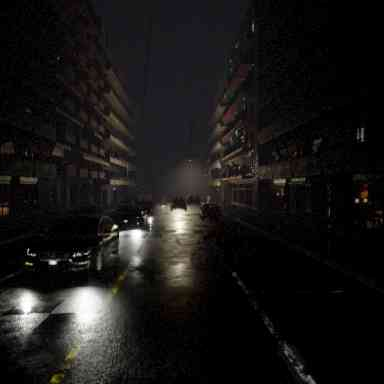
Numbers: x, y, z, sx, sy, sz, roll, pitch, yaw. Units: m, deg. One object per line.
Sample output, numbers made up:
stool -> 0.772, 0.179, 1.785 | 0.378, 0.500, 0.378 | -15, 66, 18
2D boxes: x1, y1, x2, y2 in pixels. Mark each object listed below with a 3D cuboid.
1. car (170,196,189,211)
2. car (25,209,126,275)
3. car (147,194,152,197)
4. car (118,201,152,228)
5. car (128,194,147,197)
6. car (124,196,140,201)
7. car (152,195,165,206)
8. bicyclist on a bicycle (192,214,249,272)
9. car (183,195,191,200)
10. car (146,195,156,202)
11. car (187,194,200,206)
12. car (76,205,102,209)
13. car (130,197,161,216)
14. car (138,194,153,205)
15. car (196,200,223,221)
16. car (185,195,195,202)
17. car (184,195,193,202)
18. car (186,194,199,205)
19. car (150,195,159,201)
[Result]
car -> -1.623, 1.495, 40.268 | 1.812, 1.442, 4.674 | 0, 0, -3
car -> -3.511, 1.501, 10.575 | 1.837, 1.490, 4.892 | 0, 0, -3
car -> -8.089, 1.498, 54.850 | 1.887, 1.381, 4.507 | -1, 0, -3
car -> -3.995, 1.550, 21.688 | 1.994, 1.385, 4.181 | 0, 0, -2
car -> -7.589, 1.281, 43.531 | 2.192, 1.841, 5.009 | -1, 0, -3
car -> -7.327, 1.497, 37.702 | 1.752, 1.417, 4.829 | -1, 0, -3
car -> -5.490, 1.460, 55.259 | 1.837, 1.490, 4.892 | 0, 0, -2
bicyclist on a bicycle -> 0.788, 1.445, 9.479 | 1.656, 1.620, 0.582 | -2, 0, -3
car -> -1.479, 1.457, 94.893 | 1.947, 1.339, 4.313 | -1, 0, -3
car -> -8.844, 1.475, 71.826 | 1.887, 1.381, 4.507 | -1, 0, -3
car -> 0.244, 1.269, 55.279 | 2.192, 1.841, 5.009 | -1, 0, -3
car -> -6.578, 1.531, 20.896 | 1.887, 1.381, 4.507 | -1, 0, -3
car -> -4.451, 1.524, 32.551 | 2.033, 1.411, 5.357 | 0, 0, -2
car -> -8.344, 1.261, 60.507 | 2.192, 1.841, 5.009 | -1, 0, -3
car -> 1.507, 1.564, 26.987 | 1.802, 1.307, 4.206 | -1, 0, -3
car -> -0.507, 1.475, 72.257 | 1.887, 1.381, 4.507 | -1, 0, -3
car -> -0.753, 1.487, 77.916 | 1.947, 1.339, 4.313 | -1, 0, -3
car -> -0.008, 1.262, 60.939 | 2.192, 1.841, 5.009 | -1, 0, -3
car -> -9.347, 1.477, 83.146 | 1.947, 1.339, 4.313 | -1, 0, -3
